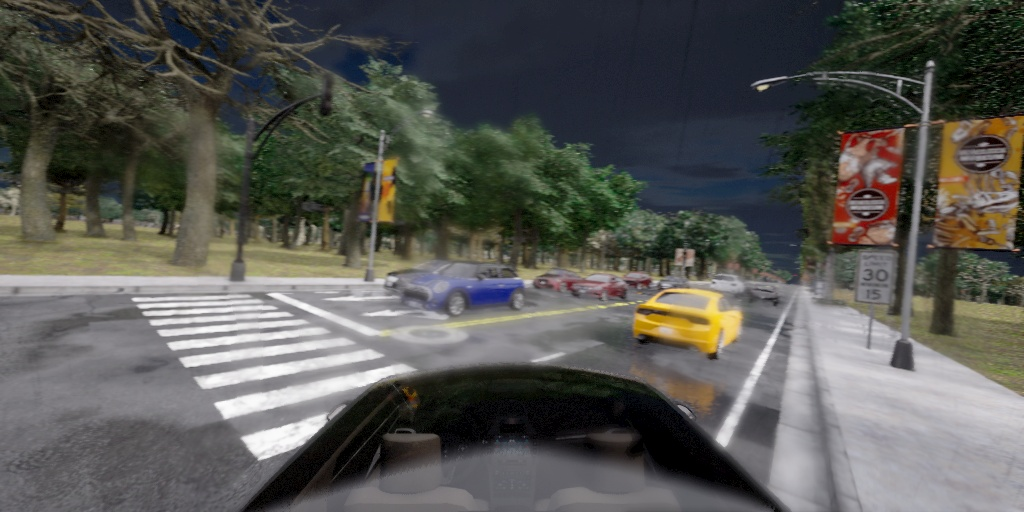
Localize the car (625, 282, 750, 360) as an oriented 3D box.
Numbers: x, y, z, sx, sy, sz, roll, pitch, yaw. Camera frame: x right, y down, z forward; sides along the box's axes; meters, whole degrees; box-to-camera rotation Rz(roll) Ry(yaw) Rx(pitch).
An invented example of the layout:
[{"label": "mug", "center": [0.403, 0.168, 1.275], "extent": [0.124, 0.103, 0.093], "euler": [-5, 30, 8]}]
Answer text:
[{"label": "car", "center": [5.069, 1.681, 10.011], "extent": [1.882, 1.535, 5.008], "euler": [5, 0, 40]}]

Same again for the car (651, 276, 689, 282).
[{"label": "car", "center": [14.625, 2.550, 32.321], "extent": [2.128, 1.511, 4.902], "euler": [5, 0, 39]}]

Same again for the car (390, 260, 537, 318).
[{"label": "car", "center": [-1.482, 0.950, 12.325], "extent": [2.097, 1.767, 4.553], "euler": [5, 0, 39]}]

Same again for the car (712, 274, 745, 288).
[{"label": "car", "center": [20.996, 2.865, 34.831], "extent": [2.150, 2.045, 5.566], "euler": [5, 0, 39]}]

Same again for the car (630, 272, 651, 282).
[{"label": "car", "center": [11.699, 2.267, 33.860], "extent": [1.882, 1.535, 5.008], "euler": [5, 1, 39]}]

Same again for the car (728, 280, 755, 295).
[{"label": "car", "center": [28.145, 3.788, 43.809], "extent": [2.128, 1.511, 4.902], "euler": [5, 0, 39]}]

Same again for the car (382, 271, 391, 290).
[{"label": "car", "center": [-3.086, 0.939, 15.507], "extent": [2.128, 1.511, 4.902], "euler": [5, 0, 40]}]

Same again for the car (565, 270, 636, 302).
[{"label": "car", "center": [5.194, 1.729, 20.641], "extent": [1.812, 1.442, 4.674], "euler": [5, 0, 39]}]

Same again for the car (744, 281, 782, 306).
[{"label": "car", "center": [20.596, 3.104, 29.118], "extent": [2.128, 1.511, 4.902], "euler": [5, 0, 39]}]

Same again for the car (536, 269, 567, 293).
[{"label": "car", "center": [3.152, 1.576, 23.284], "extent": [1.994, 1.385, 4.181], "euler": [5, 0, 39]}]
